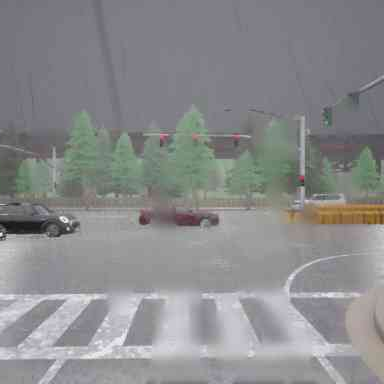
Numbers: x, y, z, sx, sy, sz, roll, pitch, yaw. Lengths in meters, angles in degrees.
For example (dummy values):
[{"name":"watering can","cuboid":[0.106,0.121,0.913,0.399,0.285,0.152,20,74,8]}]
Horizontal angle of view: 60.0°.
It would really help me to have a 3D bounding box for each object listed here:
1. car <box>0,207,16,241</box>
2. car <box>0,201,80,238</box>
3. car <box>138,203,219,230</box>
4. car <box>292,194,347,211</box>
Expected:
[{"name":"car","cuboid":[-10.163,1.505,13.473,4.892,1.490,1.837,0,0,-2]},{"name":"car","cuboid":[-8.162,1.352,17.035,4.553,1.767,2.097,0,0,-2]},{"name":"car","cuboid":[-0.836,1.477,20.757,5.008,1.535,1.882,0,0,-2]},{"name":"car","cuboid":[13.548,1.221,35.398,5.566,2.045,2.150,0,0,-2]}]
